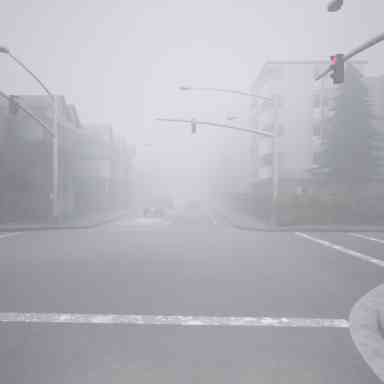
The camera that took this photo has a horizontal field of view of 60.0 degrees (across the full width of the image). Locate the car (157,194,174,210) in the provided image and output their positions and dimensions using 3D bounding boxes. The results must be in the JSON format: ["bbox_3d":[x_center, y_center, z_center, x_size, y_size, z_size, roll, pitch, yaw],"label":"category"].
[{"bbox_3d":[-3.556,1.221,42.964,2.150,2.045,5.566,0,0,0],"label":"car"}]

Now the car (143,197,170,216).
[{"bbox_3d":[-3.581,1.491,32.388,2.128,1.511,4.902,0,0,0],"label":"car"}]

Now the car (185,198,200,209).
[{"bbox_3d":[0.119,1.526,45.537,1.812,1.442,4.674,0,0,0],"label":"car"}]
